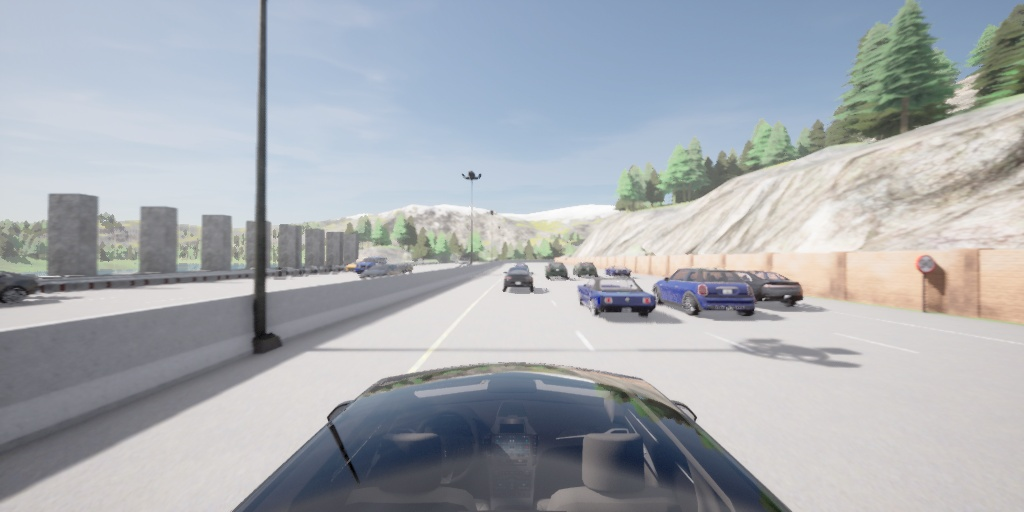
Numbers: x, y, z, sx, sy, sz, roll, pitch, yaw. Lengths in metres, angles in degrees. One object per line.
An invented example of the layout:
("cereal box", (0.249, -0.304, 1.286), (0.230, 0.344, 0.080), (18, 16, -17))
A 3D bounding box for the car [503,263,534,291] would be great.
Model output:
("car", (0.436, 1.423, 23.053), (1.812, 1.442, 4.674), (0, 0, 2))

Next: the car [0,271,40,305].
("car", (-20.997, 1.195, 13.105), (2.128, 1.511, 4.902), (0, 0, 1))

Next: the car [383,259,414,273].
("car", (-13.119, 1.443, 42.705), (2.128, 1.511, 4.902), (0, 0, 2))

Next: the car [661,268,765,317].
("car", (7.208, 1.227, 14.048), (2.097, 1.767, 4.553), (0, 0, 1))

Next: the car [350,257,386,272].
("car", (-16.610, 1.152, 42.837), (2.150, 2.045, 5.566), (0, 0, 2))

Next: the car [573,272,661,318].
("car", (3.678, 1.453, 13.581), (1.895, 1.301, 4.718), (0, 0, 1))

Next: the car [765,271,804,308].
("car", (10.751, 1.405, 16.366), (2.128, 1.511, 4.902), (0, 0, 1))

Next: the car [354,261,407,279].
("car", (-10.096, 1.376, 28.012), (1.837, 1.490, 4.892), (0, -1, 2))

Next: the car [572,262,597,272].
("car", (7.959, 1.405, 39.475), (2.097, 1.767, 4.553), (0, 0, 2))

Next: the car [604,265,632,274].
("car", (11.469, 1.674, 39.237), (1.895, 1.301, 4.718), (0, 0, 2))

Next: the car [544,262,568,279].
("car", (4.358, 1.361, 36.069), (2.097, 1.767, 4.553), (0, 0, 2))

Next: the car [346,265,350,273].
("car", (-19.991, 1.420, 47.250), (1.882, 1.535, 5.008), (0, 0, 2))
